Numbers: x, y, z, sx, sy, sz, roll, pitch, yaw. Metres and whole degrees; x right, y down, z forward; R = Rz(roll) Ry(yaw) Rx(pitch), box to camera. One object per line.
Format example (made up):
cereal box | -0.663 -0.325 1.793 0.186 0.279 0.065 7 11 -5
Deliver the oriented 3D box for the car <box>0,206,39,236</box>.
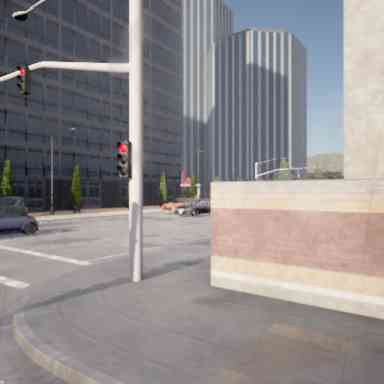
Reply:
car | -10.131 1.630 17.003 1.994 1.385 4.181 0 0 36

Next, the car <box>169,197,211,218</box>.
car | 0.408 1.557 31.684 2.128 1.511 4.902 0 0 36

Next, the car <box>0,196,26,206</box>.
car | -12.713 1.289 19.802 2.150 2.045 5.566 0 0 40

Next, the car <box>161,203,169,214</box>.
car | -1.220 1.419 35.415 2.097 1.767 4.553 0 0 36
